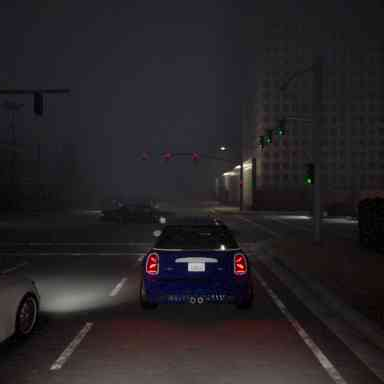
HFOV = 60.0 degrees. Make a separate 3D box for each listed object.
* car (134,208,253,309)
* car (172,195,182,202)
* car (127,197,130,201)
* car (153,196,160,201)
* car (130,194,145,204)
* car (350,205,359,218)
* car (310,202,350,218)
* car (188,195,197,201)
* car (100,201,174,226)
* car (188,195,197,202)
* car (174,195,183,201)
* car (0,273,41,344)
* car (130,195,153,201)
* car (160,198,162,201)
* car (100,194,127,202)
[{"bbox_3d":[0.095,1.353,8.031,2.097,1.767,4.553,0,0,0],"label":"car"},{"bbox_3d":[-3.384,1.477,73.500,1.882,1.535,5.008,0,0,0],"label":"car"},{"bbox_3d":[-10.500,1.483,53.837,1.882,1.535,5.008,0,0,0],"label":"car"},{"bbox_3d":[-6.993,1.511,55.194,1.837,1.490,4.892,0,0,0],"label":"car"},{"bbox_3d":[-10.449,1.359,63.617,2.097,1.767,4.553,0,0,1],"label":"car"},{"bbox_3d":[15.844,1.563,26.914,4.892,1.490,1.837,0,0,0],"label":"car"},{"bbox_3d":[12.998,1.622,30.413,4.181,1.385,1.994,0,0,0],"label":"car"},{"bbox_3d":[0.132,1.549,83.812,2.033,1.411,5.357,0,0,0],"label":"car"},{"bbox_3d":[-3.612,1.579,23.203,5.357,1.411,2.033,0,0,0],"label":"car"},{"bbox_3d":[0.123,1.363,73.831,2.097,1.767,4.553,0,0,0],"label":"car"},{"bbox_3d":[-3.368,1.432,83.753,1.895,1.301,4.718,0,0,0],"label":"car"},{"bbox_3d":[-3.433,1.526,3.598,1.812,1.442,4.674,0,0,1],"label":"car"},{"bbox_3d":[-7.012,1.531,46.300,1.812,1.442,4.674,0,0,0],"label":"car"},{"bbox_3d":[-6.940,1.571,65.240,1.994,1.385,4.181,0,0,0],"label":"car"},{"bbox_3d":[-10.521,1.226,44.066,2.150,2.045,5.566,0,0,0],"label":"car"}]
